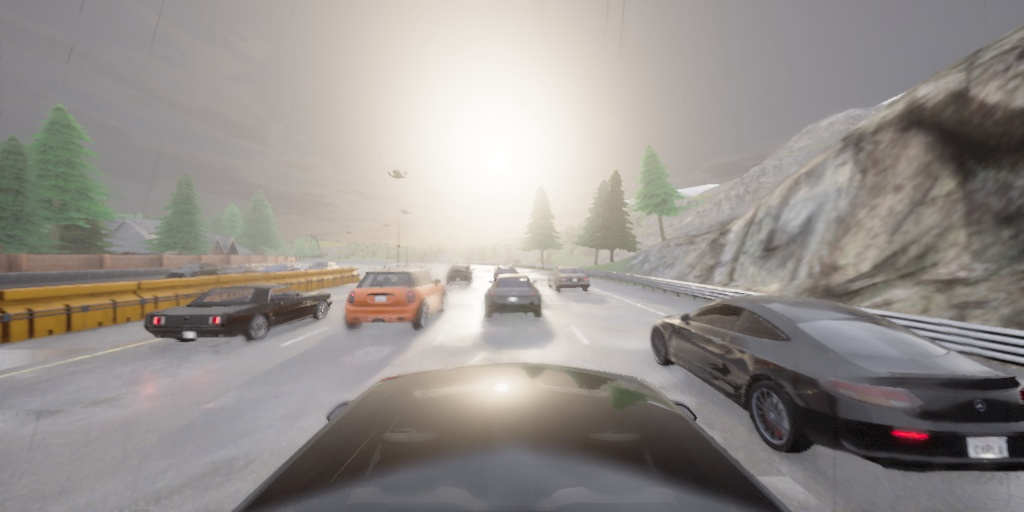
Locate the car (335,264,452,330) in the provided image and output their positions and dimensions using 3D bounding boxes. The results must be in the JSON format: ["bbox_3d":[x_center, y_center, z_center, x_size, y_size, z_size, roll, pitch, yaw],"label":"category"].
[{"bbox_3d":[-3.460,1.156,11.552,2.097,1.767,4.553,0,0,0],"label":"car"}]

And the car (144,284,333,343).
[{"bbox_3d":[-6.951,1.422,9.958,1.895,1.301,4.718,0,0,0],"label":"car"}]

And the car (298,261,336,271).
[{"bbox_3d":[-18.980,1.336,35.905,2.097,1.767,4.553,0,0,-7],"label":"car"}]

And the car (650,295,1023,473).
[{"bbox_3d":[3.548,1.265,4.977,1.812,1.442,4.674,0,0,0],"label":"car"}]

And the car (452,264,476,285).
[{"bbox_3d":[-3.954,1.370,27.744,1.837,1.490,4.892,0,0,-4],"label":"car"}]

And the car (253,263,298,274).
[{"bbox_3d":[-22.349,1.478,34.732,1.882,1.535,5.008,0,0,-7],"label":"car"}]

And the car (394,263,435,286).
[{"bbox_3d":[-7.466,1.378,27.877,2.128,1.511,4.902,0,0,-4],"label":"car"}]

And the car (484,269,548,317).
[{"bbox_3d":[0.035,1.354,13.407,1.994,1.385,4.181,0,0,0],"label":"car"}]

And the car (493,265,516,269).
[{"bbox_3d":[-0.558,1.412,29.279,1.994,1.385,4.181,0,0,-4],"label":"car"}]

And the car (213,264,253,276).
[{"bbox_3d":[-25.820,1.584,34.263,1.994,1.385,4.181,0,0,-7],"label":"car"}]

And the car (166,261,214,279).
[{"bbox_3d":[-29.201,1.388,33.070,2.097,1.767,4.553,0,0,-7],"label":"car"}]

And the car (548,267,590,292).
[{"bbox_3d":[3.333,1.346,21.770,2.033,1.411,5.357,0,0,-1],"label":"car"}]
